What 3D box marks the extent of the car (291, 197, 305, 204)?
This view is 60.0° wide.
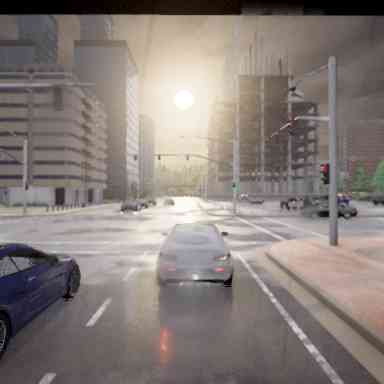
[{"bbox_3d":[24.281,1.906,76.380,1.970,1.475,3.806,0,0,0],"label":"car"}]

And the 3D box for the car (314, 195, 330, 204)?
[{"bbox_3d":[29.859,1.664,76.457,1.932,1.855,4.605,0,0,0],"label":"car"}]

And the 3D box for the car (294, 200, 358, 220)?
[{"bbox_3d":[12.100,1.690,29.577,4.902,1.511,2.128,0,0,0],"label":"car"}]

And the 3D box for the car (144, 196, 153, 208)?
[{"bbox_3d":[-8.161,1.845,54.805,1.882,1.535,5.008,0,0,0],"label":"car"}]

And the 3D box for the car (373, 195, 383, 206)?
[{"bbox_3d":[35.481,1.563,61.423,1.932,1.855,4.605,0,0,0],"label":"car"}]

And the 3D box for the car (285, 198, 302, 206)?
[{"bbox_3d":[18.585,1.805,61.251,1.970,1.475,3.806,0,0,0],"label":"car"}]

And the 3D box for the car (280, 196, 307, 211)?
[{"bbox_3d":[13.067,1.447,43.814,1.932,1.855,4.605,0,0,0],"label":"car"}]

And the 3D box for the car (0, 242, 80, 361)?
[{"bbox_3d":[-3.435,1.564,5.603,1.812,1.442,4.674,0,0,0],"label":"car"}]

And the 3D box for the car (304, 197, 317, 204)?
[{"bbox_3d":[27.176,1.874,76.393,1.784,1.438,3.905,0,0,0],"label":"car"}]

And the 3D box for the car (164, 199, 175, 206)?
[{"bbox_3d":[-4.577,2.015,67.387,1.994,1.385,4.181,0,0,0],"label":"car"}]

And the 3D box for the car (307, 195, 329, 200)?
[{"bbox_3d":[15.962,1.449,43.773,1.905,1.878,3.866,0,0,0],"label":"car"}]

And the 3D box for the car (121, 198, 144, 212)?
[{"bbox_3d":[-8.084,1.650,44.356,2.097,1.767,4.553,0,0,0],"label":"car"}]

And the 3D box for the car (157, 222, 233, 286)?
[{"bbox_3d":[0.077,1.590,9.465,1.812,1.442,4.674,0,0,0],"label":"car"}]

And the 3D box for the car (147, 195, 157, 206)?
[{"bbox_3d":[-8.199,1.660,65.387,2.150,2.045,5.566,0,0,-1],"label":"car"}]
